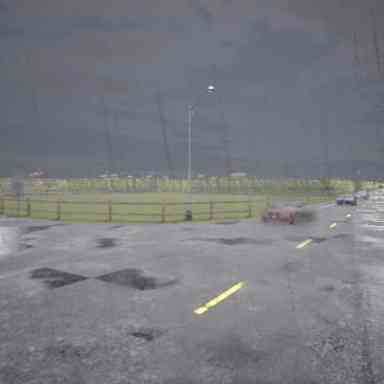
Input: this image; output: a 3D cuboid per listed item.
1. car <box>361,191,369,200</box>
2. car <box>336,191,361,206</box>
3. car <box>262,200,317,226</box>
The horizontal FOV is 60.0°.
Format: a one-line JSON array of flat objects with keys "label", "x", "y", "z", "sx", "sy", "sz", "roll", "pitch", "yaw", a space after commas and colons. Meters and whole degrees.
[{"label": "car", "x": 28.905, "y": 0.588, "z": 56.520, "sx": 1.812, "sy": 1.442, "sz": 4.674, "roll": 1, "pitch": 1, "yaw": 31}, {"label": "car", "x": 18.495, "y": 0.881, "z": 39.632, "sx": 2.033, "sy": 1.411, "sz": 5.357, "roll": 1, "pitch": 1, "yaw": 32}, {"label": "car", "x": 6.037, "y": 1.206, "z": 20.488, "sx": 1.994, "sy": 1.385, "sz": 4.181, "roll": 2, "pitch": 2, "yaw": 42}]
